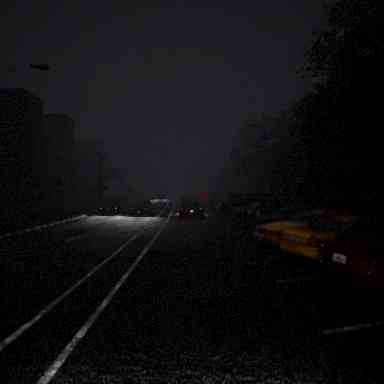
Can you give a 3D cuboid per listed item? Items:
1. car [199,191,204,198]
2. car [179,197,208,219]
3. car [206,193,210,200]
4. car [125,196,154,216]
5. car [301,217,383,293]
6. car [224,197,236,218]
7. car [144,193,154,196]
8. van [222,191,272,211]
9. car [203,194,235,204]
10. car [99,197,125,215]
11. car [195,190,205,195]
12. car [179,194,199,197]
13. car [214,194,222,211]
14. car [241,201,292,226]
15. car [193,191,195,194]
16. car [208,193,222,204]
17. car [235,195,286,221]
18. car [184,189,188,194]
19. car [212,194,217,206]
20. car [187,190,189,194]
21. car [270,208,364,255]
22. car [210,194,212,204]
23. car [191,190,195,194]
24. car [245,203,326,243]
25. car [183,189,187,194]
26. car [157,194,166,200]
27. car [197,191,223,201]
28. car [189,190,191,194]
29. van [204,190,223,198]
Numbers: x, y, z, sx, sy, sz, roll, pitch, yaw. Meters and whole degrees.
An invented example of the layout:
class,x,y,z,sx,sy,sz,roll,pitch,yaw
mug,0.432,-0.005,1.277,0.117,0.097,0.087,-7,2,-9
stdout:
class,x,y,z,sx,sy,sz,roll,pitch,yaw
car,4.258,1.078,49.328,5.366,1.575,1.946,1,1,-23
car,-0.052,1.393,27.061,1.994,1.385,4.181,0,0,-1
car,4.691,1.188,43.468,4.674,1.452,2.002,0,0,-23
car,-4.454,1.333,29.780,1.812,1.442,4.674,0,1,-1
car,5.332,1.481,7.882,4.792,1.488,2.163,1,0,-20
car,5.205,1.368,25.689,4.674,1.452,2.002,1,1,-21
car,-9.356,0.929,72.344,1.994,1.385,4.181,0,0,-4
van,5.259,1.077,28.706,4.442,1.987,1.878,1,0,-21
car,4.280,1.091,52.369,4.674,1.452,2.002,0,1,-23
car,-7.286,1.301,31.136,1.837,1.490,4.892,0,1,-1
car,3.971,0.740,58.314,5.566,2.045,2.435,1,0,-24
car,-0.524,1.270,42.863,1.895,1.301,4.718,0,1,-2
car,5.076,1.273,31.632,5.008,1.535,2.097,1,0,-22
car,5.307,1.399,16.775,4.892,1.521,2.231,1,1,-20
car,3.358,0.910,67.191,4.892,1.521,2.231,1,1,-24
car,4.786,1.221,40.515,4.674,1.452,2.002,0,1,-22
car,5.252,1.250,19.737,4.553,1.767,2.185,1,0,-21
car,1.250,0.729,90.864,5.008,1.535,2.097,1,1,-26
car,5.177,1.243,34.669,5.366,1.575,1.946,1,0,-22
car,2.128,0.790,81.995,5.008,1.535,2.097,1,1,-26
car,5.484,1.434,10.897,5.366,1.575,1.946,1,0,-20
car,4.903,1.253,37.570,4.674,1.452,2.002,1,0,-22
car,2.864,0.888,73.105,4.792,1.488,2.163,1,1,-25
car,5.136,1.412,13.738,5.366,1.575,1.946,1,1,-20
car,0.917,0.710,93.823,5.008,1.535,2.097,1,0,-26
car,-6.499,0.975,71.724,1.895,1.301,4.718,0,0,-4
car,3.528,0.810,64.220,4.553,1.767,2.185,0,0,-24
car,2.640,0.835,76.080,5.008,1.535,2.097,1,0,-25
van,4.463,0.888,46.384,4.442,1.987,1.878,1,1,-23
